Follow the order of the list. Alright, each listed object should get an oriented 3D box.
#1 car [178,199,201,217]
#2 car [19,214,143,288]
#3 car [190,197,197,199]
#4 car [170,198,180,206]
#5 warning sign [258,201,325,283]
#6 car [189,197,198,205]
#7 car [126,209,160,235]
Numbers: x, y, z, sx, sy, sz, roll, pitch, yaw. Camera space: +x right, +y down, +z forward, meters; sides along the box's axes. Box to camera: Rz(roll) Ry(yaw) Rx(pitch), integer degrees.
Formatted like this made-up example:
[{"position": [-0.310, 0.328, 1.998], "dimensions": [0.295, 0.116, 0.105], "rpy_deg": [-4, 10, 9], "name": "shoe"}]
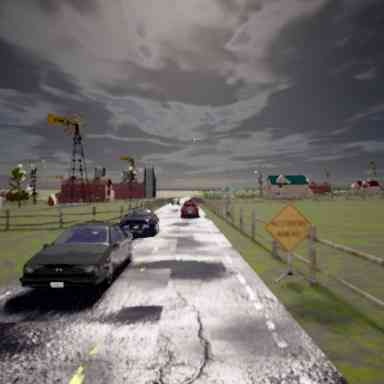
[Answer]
[{"position": [-0.210, 1.779, 34.543], "dimensions": [1.812, 1.442, 4.674], "rpy_deg": [0, -1, -1], "name": "car"}, {"position": [-2.925, 1.629, 9.825], "dimensions": [2.033, 1.411, 5.357], "rpy_deg": [0, 0, -1], "name": "car"}, {"position": [-0.335, 1.832, 47.204], "dimensions": [1.882, 1.535, 5.008], "rpy_deg": [0, 0, -1], "name": "car"}, {"position": [-3.394, 2.076, 69.564], "dimensions": [2.128, 1.511, 4.902], "rpy_deg": [0, 0, -1], "name": "car"}, {"position": [2.398, 1.164, 8.202], "dimensions": [1.300, 1.860, 1.060], "rpy_deg": [0, 0, -1], "name": "warning sign"}, {"position": [0.274, 1.934, 74.171], "dimensions": [2.097, 1.767, 4.553], "rpy_deg": [0, 0, -1], "name": "car"}, {"position": [-3.012, 1.717, 19.816], "dimensions": [1.994, 1.385, 4.181], "rpy_deg": [0, 0, -1], "name": "car"}]
